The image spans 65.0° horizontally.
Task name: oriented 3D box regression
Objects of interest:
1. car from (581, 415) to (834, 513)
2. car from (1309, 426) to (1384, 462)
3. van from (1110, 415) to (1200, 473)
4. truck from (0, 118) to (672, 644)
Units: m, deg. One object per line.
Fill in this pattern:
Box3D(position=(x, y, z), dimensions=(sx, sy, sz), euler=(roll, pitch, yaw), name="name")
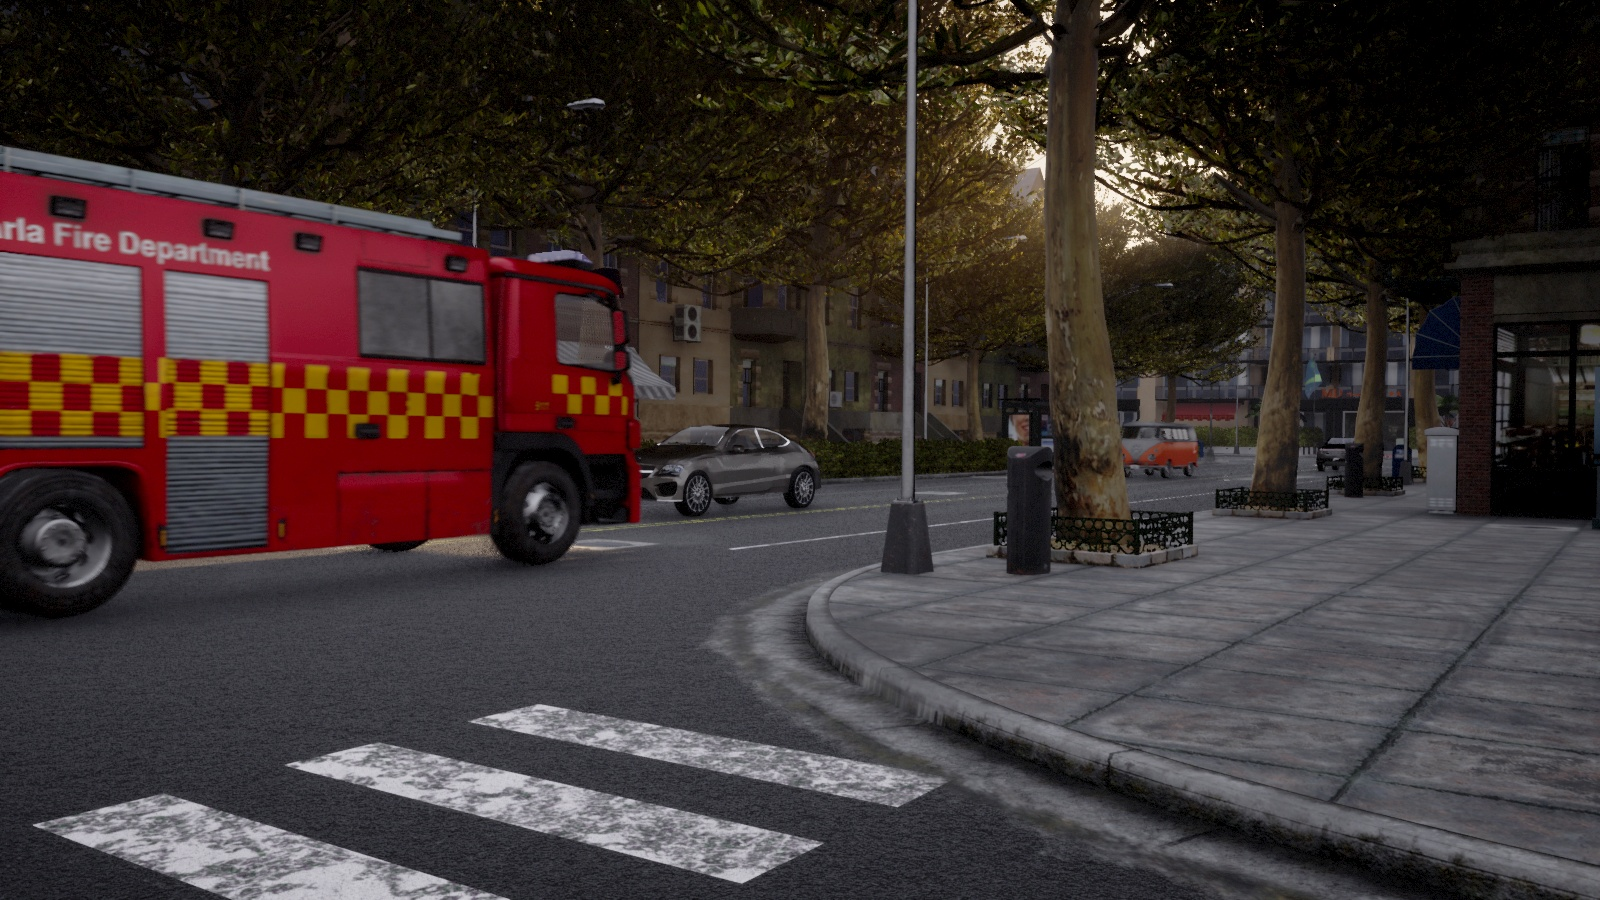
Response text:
Box3D(position=(-1.618, 0.197, 24.012), dimensions=(2.152, 1.651, 5.027), euler=(0, 1, 35), name="car")
Box3D(position=(24.162, -0.288, 55.410), dimensions=(2.128, 1.511, 4.902), euler=(0, 1, 34), name="car")
Box3D(position=(12.769, -0.246, 44.987), dimensions=(1.775, 1.987, 4.442), euler=(0, 1, 34), name="van")
Box3D(position=(-5.168, -0.559, 12.648), dimensions=(2.891, 3.827, 8.468), euler=(0, 1, 34), name="truck")
